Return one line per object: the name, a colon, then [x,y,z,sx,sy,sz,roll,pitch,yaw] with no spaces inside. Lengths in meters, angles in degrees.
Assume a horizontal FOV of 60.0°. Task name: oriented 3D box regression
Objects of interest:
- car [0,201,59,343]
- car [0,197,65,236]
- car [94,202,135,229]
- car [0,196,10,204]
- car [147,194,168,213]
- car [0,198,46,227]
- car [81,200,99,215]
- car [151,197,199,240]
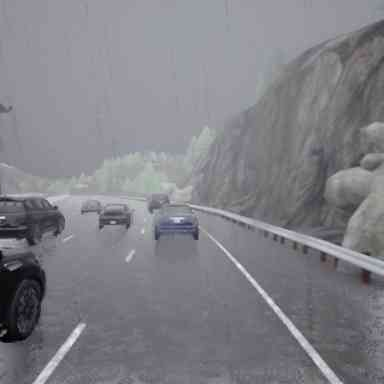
car: [-3.518,1.229,3.306,2.150,2.045,5.566,0,0,-1]
car: [-7.699,1.238,15.417,2.150,2.045,5.566,0,0,-5]
car: [-4.863,1.517,21.687,1.837,1.490,4.892,0,0,-7]
car: [-37.221,1.557,64.973,1.882,1.535,5.008,0,0,-18]
car: [-3.700,1.232,36.796,2.150,2.045,5.566,0,0,-11]
car: [-12.150,1.379,23.518,2.097,1.767,4.553,0,0,-7]
car: [-10.432,1.572,34.847,2.033,1.411,5.357,0,0,-11]
car: [-0.883,1.355,17.336,2.097,1.767,4.553,0,0,-5]
